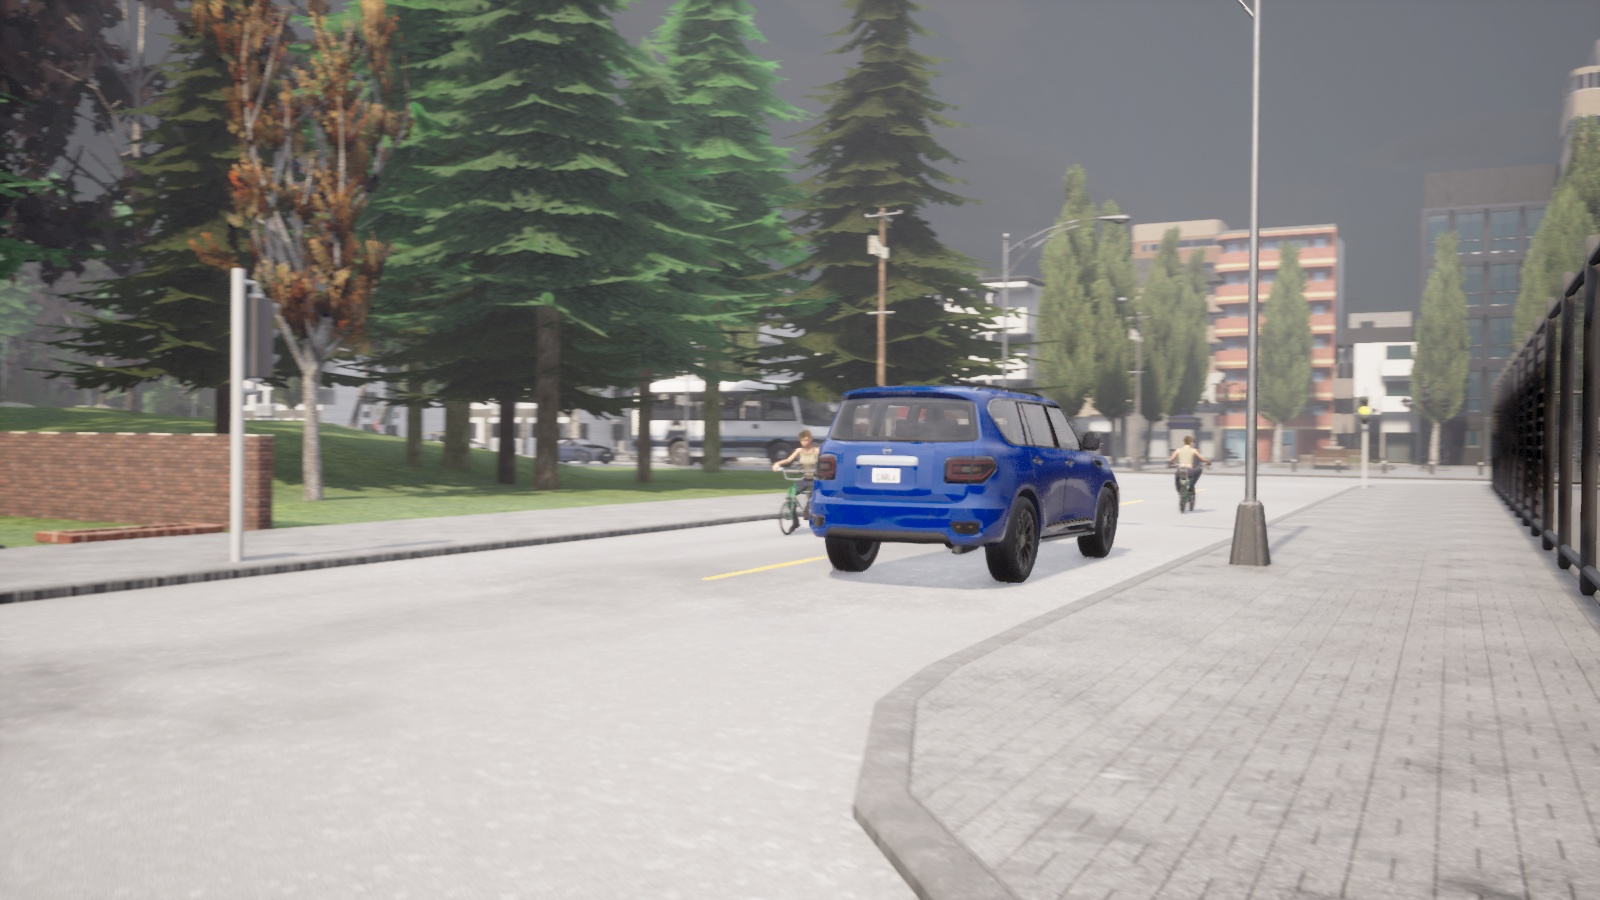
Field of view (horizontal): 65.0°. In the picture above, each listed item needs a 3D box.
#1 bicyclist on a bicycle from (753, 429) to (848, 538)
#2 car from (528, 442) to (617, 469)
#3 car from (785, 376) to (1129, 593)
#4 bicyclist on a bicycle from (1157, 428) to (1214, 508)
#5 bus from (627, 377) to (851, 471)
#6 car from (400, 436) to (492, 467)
[{"bbox_3d":[0.022,0.489,19.409,0.866,1.612,1.509,0,1,27],"label":"bicyclist on a bicycle"},{"bbox_3d":[-11.878,0.281,65.527,4.181,1.385,1.994,0,1,27],"label":"car"},{"bbox_3d":[2.116,0.298,14.779,2.150,2.045,5.566,0,1,28],"label":"car"},{"bbox_3d":[8.095,0.362,26.316,0.866,1.612,1.509,0,1,28],"label":"bicyclist on a bicycle"},{"bbox_3d":[-3.019,-1.186,60.999,10.273,4.253,3.944,0,1,29],"label":"bus"},{"bbox_3d":[-19.617,0.085,69.534,4.611,1.667,2.242,0,1,27],"label":"car"}]
